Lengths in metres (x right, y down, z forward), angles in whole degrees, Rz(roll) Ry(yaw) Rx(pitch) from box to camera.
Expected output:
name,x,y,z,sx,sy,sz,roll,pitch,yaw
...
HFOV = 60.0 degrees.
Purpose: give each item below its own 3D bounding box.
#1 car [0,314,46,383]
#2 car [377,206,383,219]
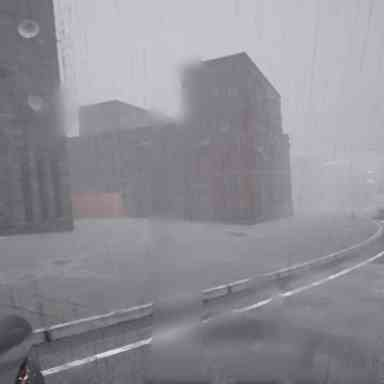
name,x,y,z,sx,sy,sz,roll,pitch,yaw
car,-3.356,1.523,1.552,4.892,1.490,1.837,0,0,-35
car,21.140,2.190,35.429,2.033,1.411,5.357,-3,-3,19
